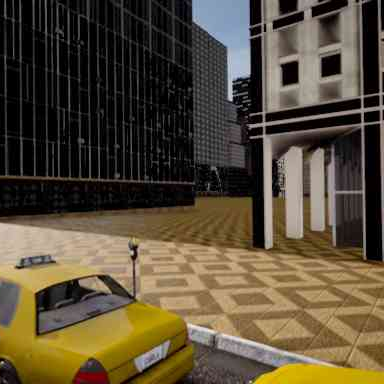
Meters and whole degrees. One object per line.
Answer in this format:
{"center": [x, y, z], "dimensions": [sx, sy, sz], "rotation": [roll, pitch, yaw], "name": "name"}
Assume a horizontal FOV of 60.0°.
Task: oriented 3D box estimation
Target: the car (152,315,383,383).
{"center": [2.248, 1.526, 1.290], "dimensions": [4.829, 1.417, 1.752], "rotation": [0, -1, 35], "name": "car"}

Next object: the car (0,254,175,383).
{"center": [-2.256, 1.523, 4.487], "dimensions": [4.829, 1.417, 1.752], "rotation": [0, -1, 35], "name": "car"}
